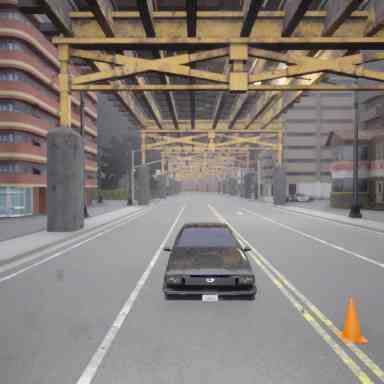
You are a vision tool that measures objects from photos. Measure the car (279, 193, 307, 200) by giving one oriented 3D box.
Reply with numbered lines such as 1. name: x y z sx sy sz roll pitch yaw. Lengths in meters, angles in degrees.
1. car: 17.878 0.801 58.960 4.536 1.218 1.853 0 1 25

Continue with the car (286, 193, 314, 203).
1. car: 17.482 1.006 54.827 4.974 1.542 2.038 0 1 -20

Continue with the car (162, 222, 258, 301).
1. car: 0.364 1.533 8.719 2.033 1.411 5.357 0 0 1

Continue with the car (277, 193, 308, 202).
1. car: 17.831 0.959 58.984 4.974 1.542 2.038 0 1 25

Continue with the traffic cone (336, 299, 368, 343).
1. traffic cone: 2.455 1.949 5.111 0.340 0.580 0.340 0 0 0

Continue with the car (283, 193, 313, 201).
1. car: 17.531 0.848 54.843 4.536 1.218 1.853 0 1 -20
